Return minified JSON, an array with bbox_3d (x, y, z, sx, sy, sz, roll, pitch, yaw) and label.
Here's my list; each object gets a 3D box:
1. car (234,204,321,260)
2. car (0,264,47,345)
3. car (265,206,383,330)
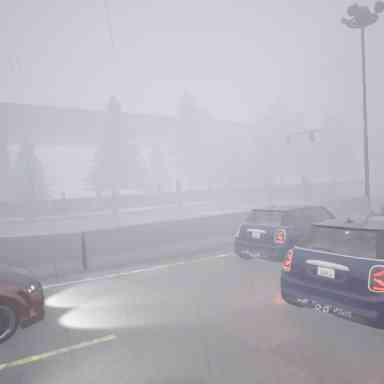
[{"bbox_3d":[3.532,1.156,10.653,4.553,1.767,2.097,-3,2,-36],"label":"car"},{"bbox_3d":[-4.439,1.564,4.882,4.181,1.385,1.994,0,0,-35],"label":"car"},{"bbox_3d":[3.847,1.232,6.554,4.553,1.767,2.097,-2,1,-36],"label":"car"}]
